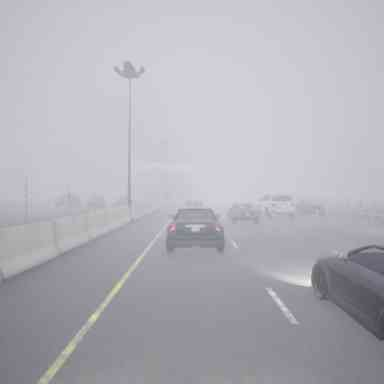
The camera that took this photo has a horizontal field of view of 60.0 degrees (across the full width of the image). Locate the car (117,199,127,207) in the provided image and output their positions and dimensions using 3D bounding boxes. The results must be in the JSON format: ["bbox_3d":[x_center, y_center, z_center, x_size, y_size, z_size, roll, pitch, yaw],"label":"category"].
[{"bbox_3d":[-10.435,1.423,50.932,2.097,1.767,4.553,0,-1,1],"label":"car"}]

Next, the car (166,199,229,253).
[{"bbox_3d":[0.130,1.318,13.678,2.097,1.767,4.553,0,0,0],"label":"car"}]

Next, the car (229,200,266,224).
[{"bbox_3d":[3.655,1.492,24.282,2.033,1.411,5.357,0,0,0],"label":"car"}]

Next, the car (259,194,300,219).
[{"bbox_3d":[7.167,1.166,28.716,2.150,2.045,5.566,0,0,0],"label":"car"}]

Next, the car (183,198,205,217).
[{"bbox_3d":[0.172,1.415,31.184,1.882,1.535,5.008,0,0,0],"label":"car"}]

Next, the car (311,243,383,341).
[{"bbox_3d":[3.606,1.554,5.650,1.994,1.385,4.181,0,0,0],"label":"car"}]

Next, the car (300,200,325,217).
[{"bbox_3d":[10.657,1.473,30.604,1.812,1.442,4.674,0,0,0],"label":"car"}]
